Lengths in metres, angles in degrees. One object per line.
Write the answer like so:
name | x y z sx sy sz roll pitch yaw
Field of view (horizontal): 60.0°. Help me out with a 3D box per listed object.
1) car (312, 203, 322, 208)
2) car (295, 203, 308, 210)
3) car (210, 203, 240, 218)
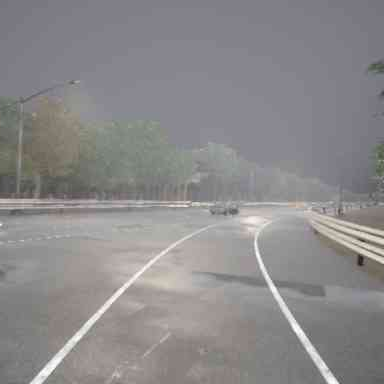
car | 33.360 3.729 88.474 2.033 1.411 5.357 1 -1 30
car | 23.411 3.086 71.107 1.882 1.535 5.008 1 -1 30
car | 3.715 1.971 36.726 2.128 1.511 4.902 1 -1 30
